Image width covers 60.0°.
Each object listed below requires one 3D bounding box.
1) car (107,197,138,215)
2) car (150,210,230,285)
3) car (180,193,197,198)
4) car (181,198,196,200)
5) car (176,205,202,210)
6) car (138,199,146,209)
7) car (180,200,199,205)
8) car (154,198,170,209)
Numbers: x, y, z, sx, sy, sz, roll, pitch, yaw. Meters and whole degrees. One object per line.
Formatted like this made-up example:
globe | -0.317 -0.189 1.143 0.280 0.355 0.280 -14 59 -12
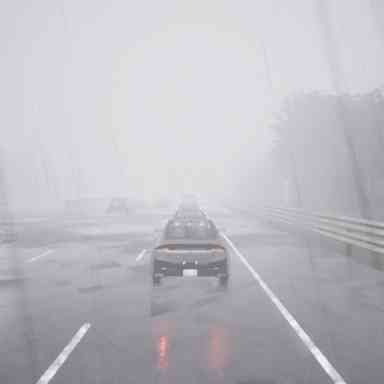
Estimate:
car | -7.284 1.339 34.322 2.097 1.767 4.553 0 0 -1
car | -0.048 1.486 9.438 2.128 1.511 4.902 0 0 0
car | -0.482 1.209 45.670 2.150 2.045 5.566 0 0 -1
car | -0.266 1.553 33.134 1.994 1.385 4.181 0 0 -1
car | -0.132 1.592 18.318 1.895 1.301 4.718 0 0 -1
car | -7.477 1.585 45.558 1.895 1.301 4.718 0 0 -1
car | -0.220 1.538 24.638 2.033 1.411 5.357 0 0 -1
car | -3.952 1.533 44.079 2.033 1.411 5.357 0 0 -1
